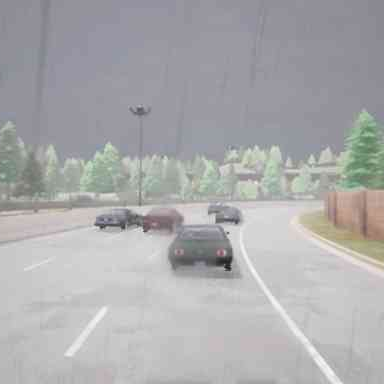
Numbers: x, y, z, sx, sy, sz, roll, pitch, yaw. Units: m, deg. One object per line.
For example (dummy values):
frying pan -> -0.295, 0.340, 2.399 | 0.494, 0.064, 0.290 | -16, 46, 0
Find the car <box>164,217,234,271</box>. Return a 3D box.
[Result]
car -> 0.383, 1.766, 11.577 | 1.895, 1.301, 4.718 | 0, -1, 4

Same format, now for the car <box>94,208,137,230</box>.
car -> -5.065, 1.887, 23.944 | 2.033, 1.411, 5.357 | 0, -1, 11

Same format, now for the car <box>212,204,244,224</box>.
car -> 3.284, 1.970, 28.675 | 1.994, 1.385, 4.181 | 0, -1, 15

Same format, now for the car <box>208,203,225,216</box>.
car -> 3.330, 2.055, 39.896 | 2.128, 1.511, 4.902 | 0, -1, 21

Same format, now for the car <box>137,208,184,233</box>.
car -> -1.787, 1.791, 22.101 | 1.882, 1.535, 5.008 | 0, -1, 10
